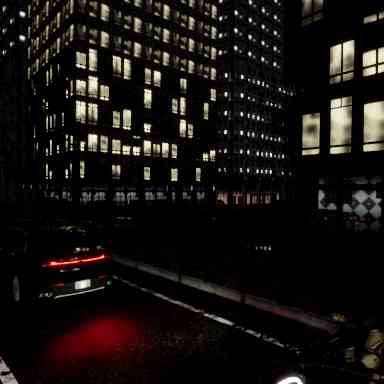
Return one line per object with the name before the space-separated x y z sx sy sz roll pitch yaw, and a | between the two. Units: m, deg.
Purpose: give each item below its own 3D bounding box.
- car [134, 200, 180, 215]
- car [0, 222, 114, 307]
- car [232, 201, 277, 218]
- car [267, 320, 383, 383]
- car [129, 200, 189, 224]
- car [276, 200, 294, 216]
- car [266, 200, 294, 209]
car | -3.800 1.648 36.449 4.829 1.417 1.752 1 0 -40
car | -3.662 1.501 8.124 1.837 1.490 4.892 0 0 -41
car | 6.180 1.833 33.915 4.829 1.417 1.752 1 0 -40
car | 2.420 1.352 1.331 2.097 1.767 4.553 0 0 -41
car | -2.559 1.524 26.520 5.009 1.841 2.192 1 0 -40
car | 10.356 1.936 37.449 4.206 1.307 1.802 1 0 -40
car | 13.547 1.882 51.124 4.313 1.339 1.947 1 0 -40
